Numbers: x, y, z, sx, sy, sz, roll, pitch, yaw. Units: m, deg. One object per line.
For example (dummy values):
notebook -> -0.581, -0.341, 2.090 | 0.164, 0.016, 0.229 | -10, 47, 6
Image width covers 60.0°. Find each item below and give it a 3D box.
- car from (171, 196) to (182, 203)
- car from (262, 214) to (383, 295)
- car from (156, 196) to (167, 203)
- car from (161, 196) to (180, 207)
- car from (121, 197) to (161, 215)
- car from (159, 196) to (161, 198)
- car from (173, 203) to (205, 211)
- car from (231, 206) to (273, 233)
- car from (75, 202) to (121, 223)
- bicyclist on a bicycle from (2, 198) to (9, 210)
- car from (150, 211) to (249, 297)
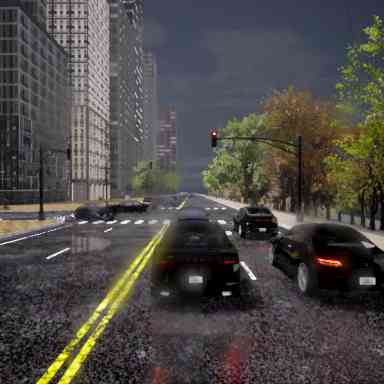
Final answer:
car -> -3.392, 1.529, 73.415 | 2.033, 1.411, 5.357 | 0, 0, 0
car -> 3.315, 1.524, 8.605 | 1.812, 1.442, 4.674 | 0, 0, 0
car -> -6.639, 1.529, 72.662 | 2.033, 1.411, 5.357 | 0, 0, 0
car -> -3.439, 1.539, 52.923 | 2.033, 1.411, 5.357 | 0, 0, 0
car -> -6.438, 1.612, 35.571 | 5.357, 1.411, 2.033 | -1, 1, -23
car -> -6.686, 1.483, 61.565 | 2.128, 1.511, 4.902 | 0, 0, 0
car -> 0.036, 1.545, 18.454 | 2.033, 1.411, 5.357 | 0, 0, 0
car -> 3.290, 1.502, 17.862 | 1.837, 1.490, 4.892 | 0, 0, 0
car -> -7.585, 1.563, 25.880 | 1.994, 1.385, 4.181 | 0, 0, -38
bicyclist on a bicycle -> -24.735, 1.578, 44.161 | 0.582, 1.620, 1.656 | -1, 1, 0
car -> 0.074, 1.476, 8.645 | 1.882, 1.535, 5.008 | 0, 0, 0
